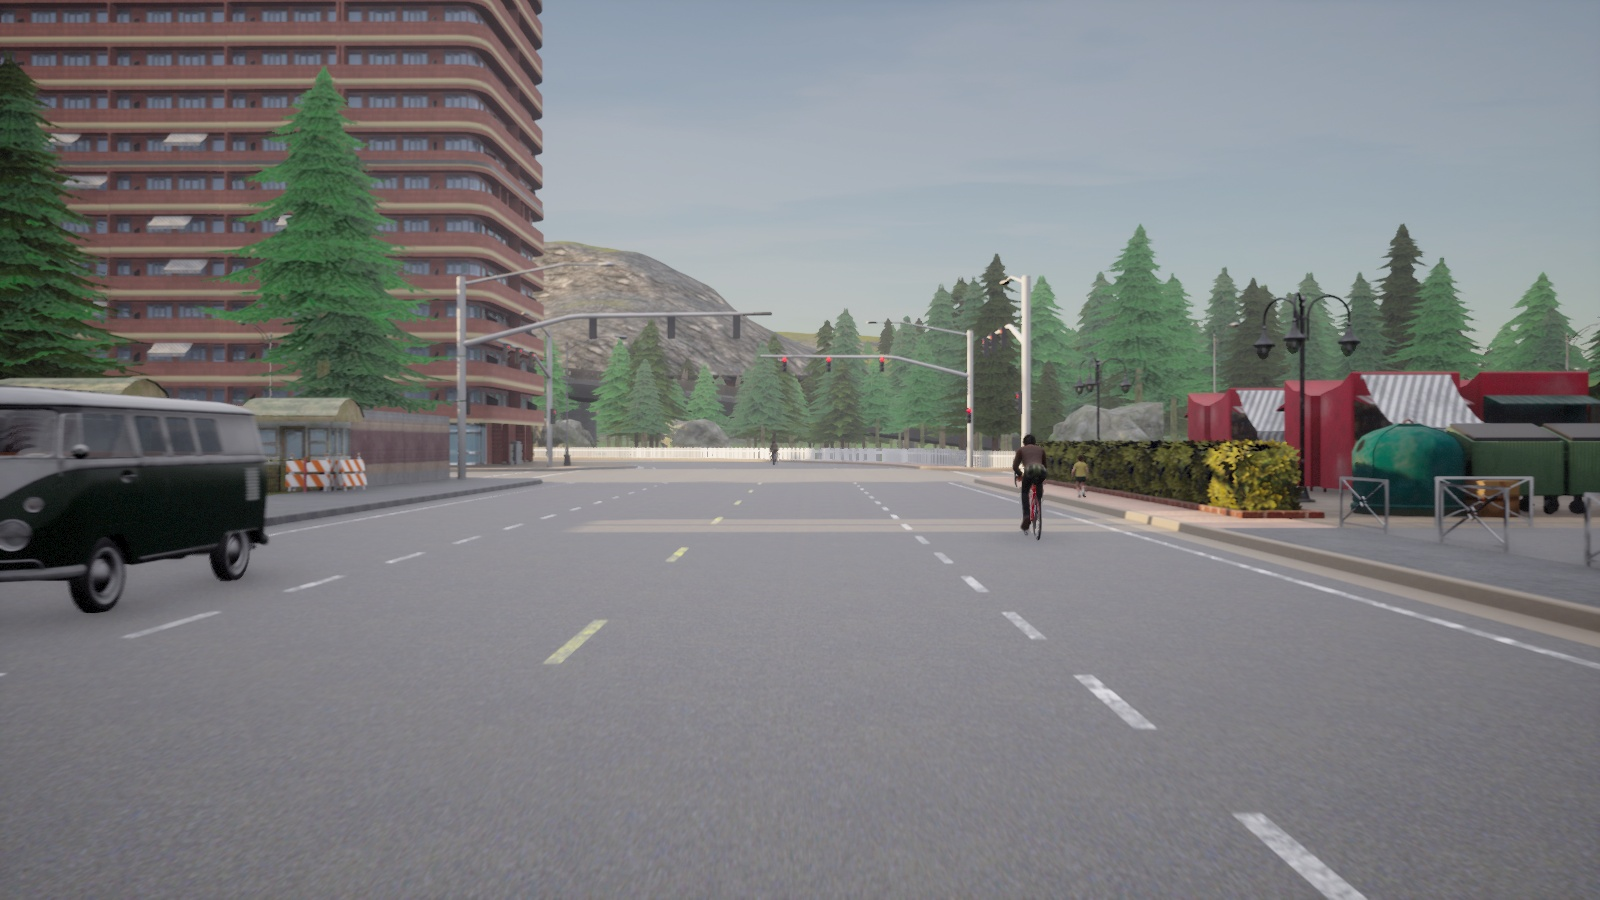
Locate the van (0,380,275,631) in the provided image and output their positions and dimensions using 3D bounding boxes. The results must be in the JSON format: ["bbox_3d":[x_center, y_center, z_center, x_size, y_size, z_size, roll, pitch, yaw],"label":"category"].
[{"bbox_3d":[-6.916,0.425,12.169,1.775,1.987,4.442,0,0,0],"label":"van"}]

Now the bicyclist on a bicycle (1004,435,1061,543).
[{"bbox_3d":[3.627,0.591,19.699,0.582,1.620,1.656,0,0,0],"label":"bicyclist on a bicycle"}]

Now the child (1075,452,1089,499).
[{"bbox_3d":[6.830,0.615,30.398,0.255,1.110,0.394,0,0,2],"label":"child"}]
